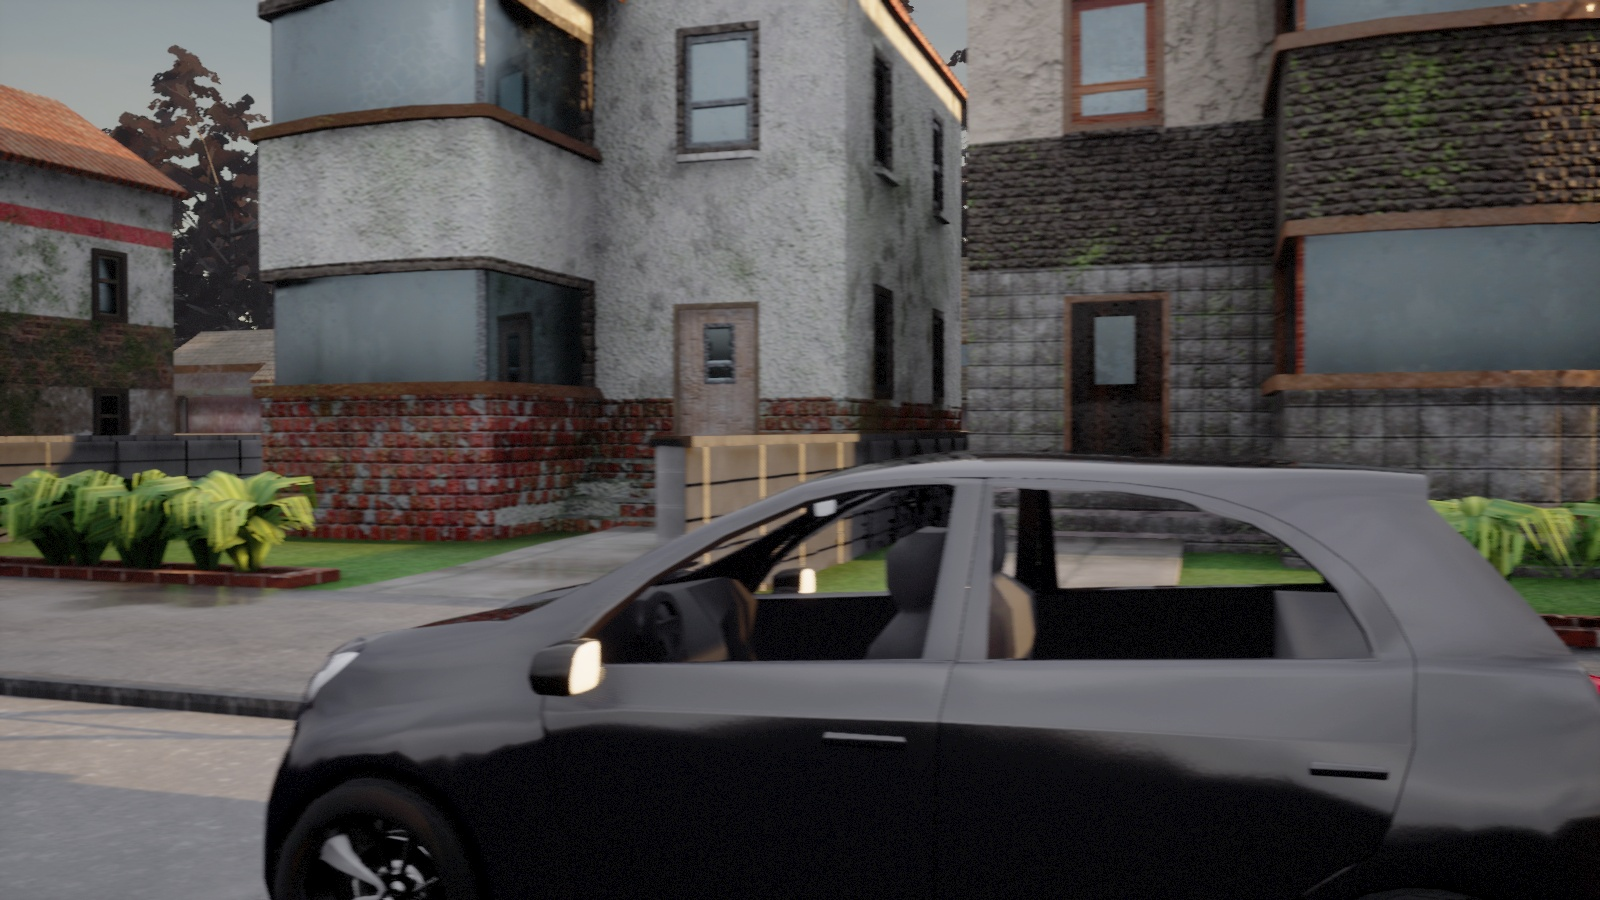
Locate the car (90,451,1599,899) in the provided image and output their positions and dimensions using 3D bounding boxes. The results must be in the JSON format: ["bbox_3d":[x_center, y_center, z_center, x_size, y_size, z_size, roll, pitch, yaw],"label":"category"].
[{"bbox_3d":[0.101,0.782,3.687,3.633,1.501,1.845,1,1,19],"label":"car"}]
